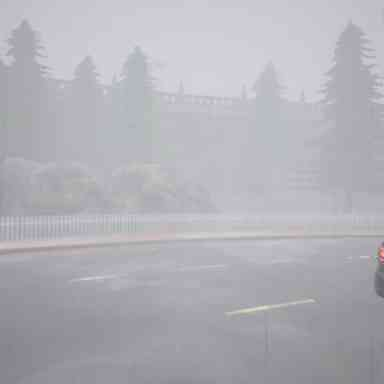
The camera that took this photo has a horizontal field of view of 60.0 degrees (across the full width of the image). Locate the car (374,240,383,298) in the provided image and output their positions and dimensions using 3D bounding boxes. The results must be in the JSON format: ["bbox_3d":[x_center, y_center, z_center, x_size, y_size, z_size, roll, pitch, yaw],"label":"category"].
[{"bbox_3d":[5.998,1.278,5.875,5.566,2.045,2.150,0,0,-17],"label":"car"}]
